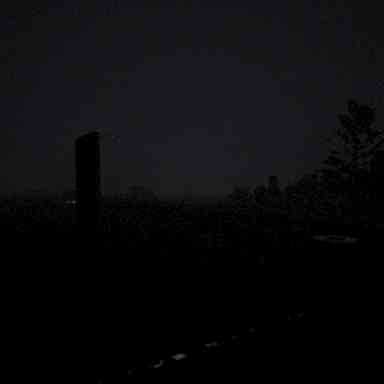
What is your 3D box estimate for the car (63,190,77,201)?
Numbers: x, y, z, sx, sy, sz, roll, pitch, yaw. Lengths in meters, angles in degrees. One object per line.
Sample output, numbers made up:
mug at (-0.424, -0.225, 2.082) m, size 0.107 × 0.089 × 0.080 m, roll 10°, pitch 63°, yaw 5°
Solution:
car at (-18.095, 0.447, 50.234) m, size 1.882 × 1.535 × 5.008 m, roll -1°, pitch 2°, yaw -35°
